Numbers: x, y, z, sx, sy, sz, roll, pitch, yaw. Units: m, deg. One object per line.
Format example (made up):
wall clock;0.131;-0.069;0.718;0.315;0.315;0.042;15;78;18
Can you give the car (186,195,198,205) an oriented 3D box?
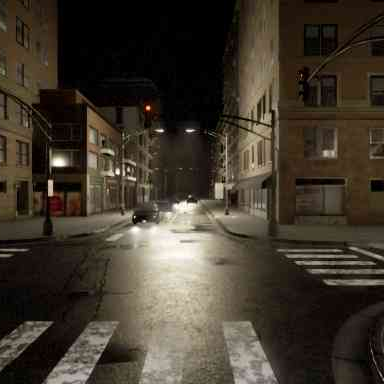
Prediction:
car;0.022;1.453;59.253;2.128;1.511;4.902;0;0;0

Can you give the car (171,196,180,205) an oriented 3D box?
car;-3.080;1.458;58.596;2.128;1.511;4.902;0;0;0

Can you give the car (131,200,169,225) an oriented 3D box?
car;-3.132;1.538;24.521;2.033;1.411;5.357;0;0;0

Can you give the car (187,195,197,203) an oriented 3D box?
car;0.007;1.445;69.617;2.128;1.511;4.902;0;0;0

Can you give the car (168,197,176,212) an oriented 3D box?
car;-3.147;1.543;37.603;1.994;1.385;4.181;0;0;0
